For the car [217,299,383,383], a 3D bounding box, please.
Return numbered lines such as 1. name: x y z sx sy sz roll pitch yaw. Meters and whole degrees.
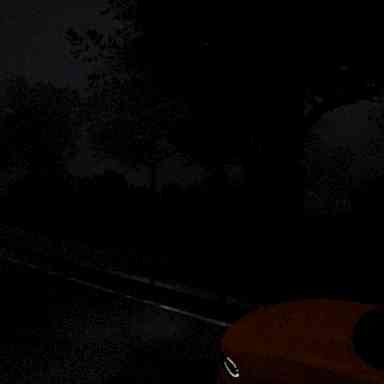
1. car: 2.535 1.486 2.317 5.008 1.535 1.882 0 0 35
